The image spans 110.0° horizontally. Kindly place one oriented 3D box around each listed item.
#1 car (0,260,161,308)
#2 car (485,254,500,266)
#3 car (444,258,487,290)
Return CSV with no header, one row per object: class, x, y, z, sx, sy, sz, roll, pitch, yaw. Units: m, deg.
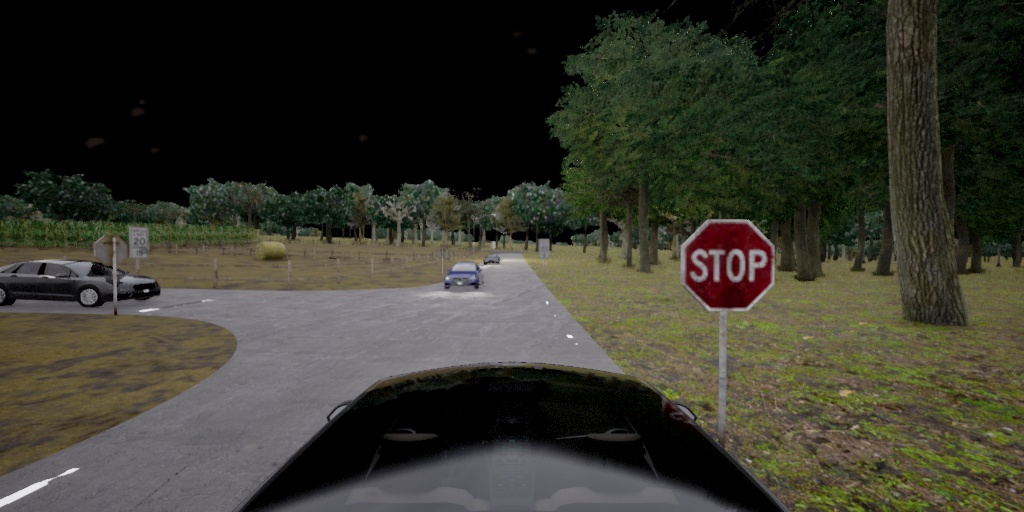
car,-15.228,0.911,12.503,4.892,1.490,1.837,1,1,-1
car,-2.537,0.477,45.956,1.994,1.385,4.181,0,2,0
car,-2.658,1.072,20.625,1.812,1.442,4.674,0,1,0
